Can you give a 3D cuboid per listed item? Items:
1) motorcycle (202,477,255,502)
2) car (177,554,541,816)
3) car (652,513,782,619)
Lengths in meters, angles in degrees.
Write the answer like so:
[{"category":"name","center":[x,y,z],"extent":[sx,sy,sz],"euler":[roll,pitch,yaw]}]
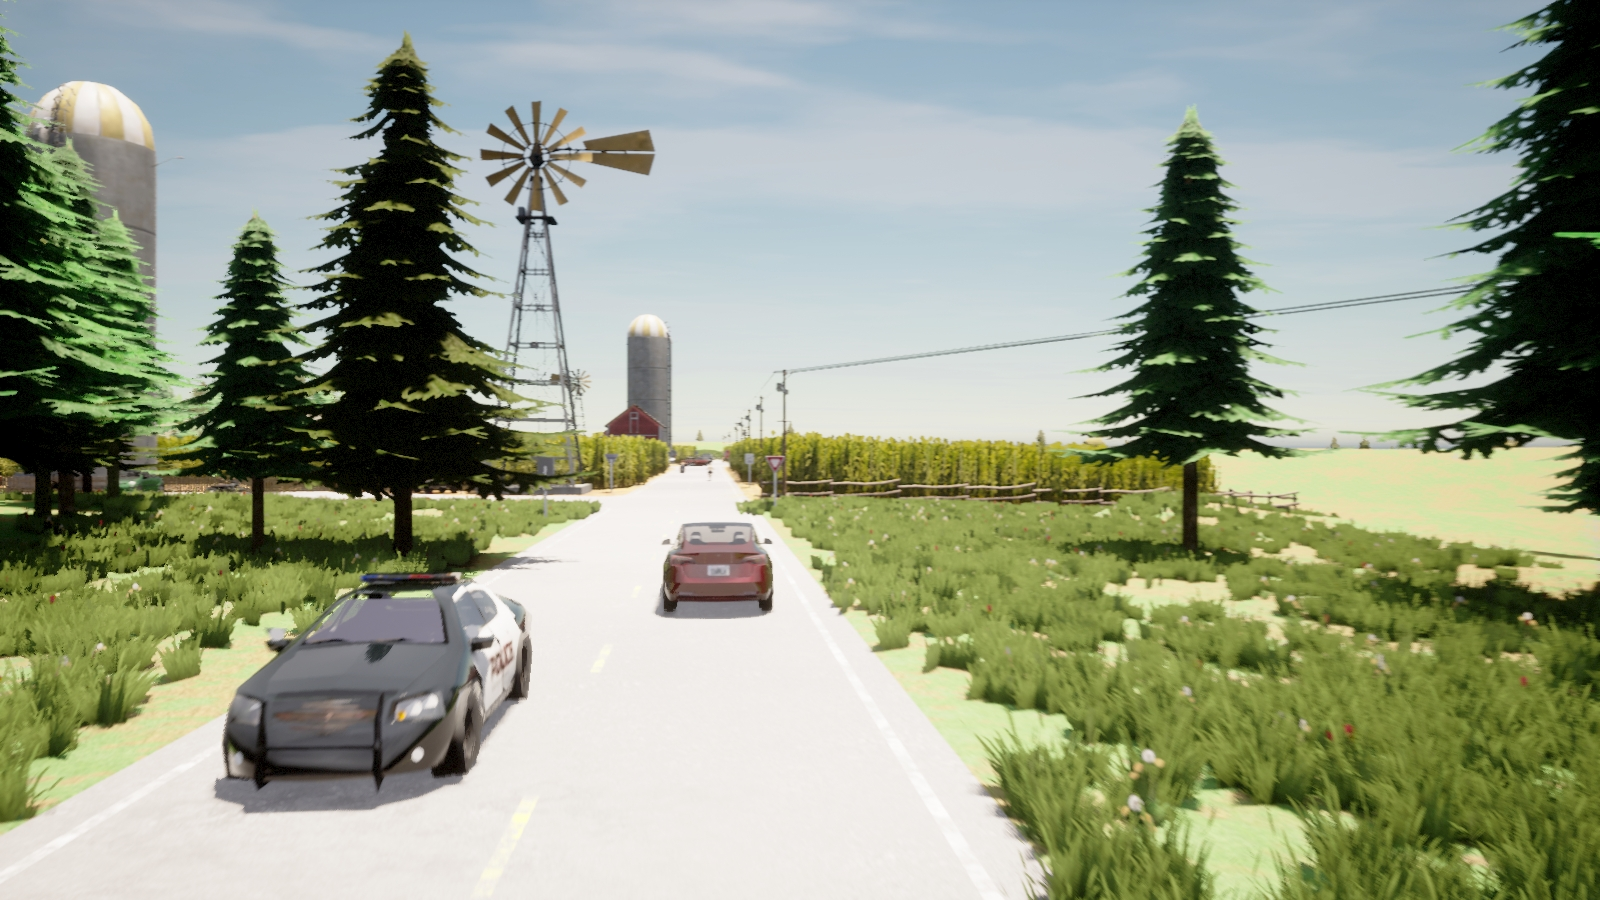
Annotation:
[{"category":"motorcycle","center":[-29.516,2.049,59.045],"extent":[2.356,1.277,0.764],"euler":[0,0,-4]},{"category":"car","center":[-3.968,2.040,11.334],"extent":[2.038,1.542,4.974],"euler":[0,0,-5]},{"category":"car","center":[-1.577,2.064,21.465],"extent":[2.163,1.488,4.792],"euler":[0,0,-5]}]
